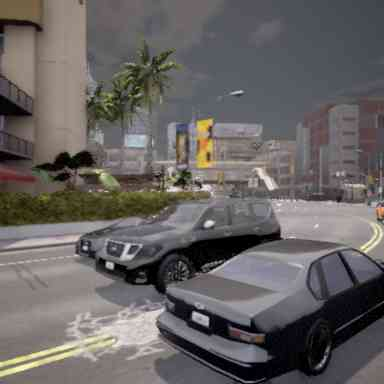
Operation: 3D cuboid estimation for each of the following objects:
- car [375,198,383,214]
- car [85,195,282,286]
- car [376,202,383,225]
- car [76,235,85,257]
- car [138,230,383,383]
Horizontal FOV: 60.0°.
[{"bbox_3d":[20.452,1.436,33.589,1.882,1.535,5.008,0,0,9],"label":"car"},{"bbox_3d":[0.271,1.224,9.032,5.566,2.045,2.150,0,0,-42],"label":"car"},{"bbox_3d":[14.389,1.323,23.405,2.097,1.767,4.553,0,0,22],"label":"car"},{"bbox_3d":[-1.913,1.573,11.867,4.181,1.385,1.994,0,0,-43],"label":"car"},{"bbox_3d":[1.973,1.545,5.608,5.357,1.411,2.033,0,0,-42],"label":"car"}]
